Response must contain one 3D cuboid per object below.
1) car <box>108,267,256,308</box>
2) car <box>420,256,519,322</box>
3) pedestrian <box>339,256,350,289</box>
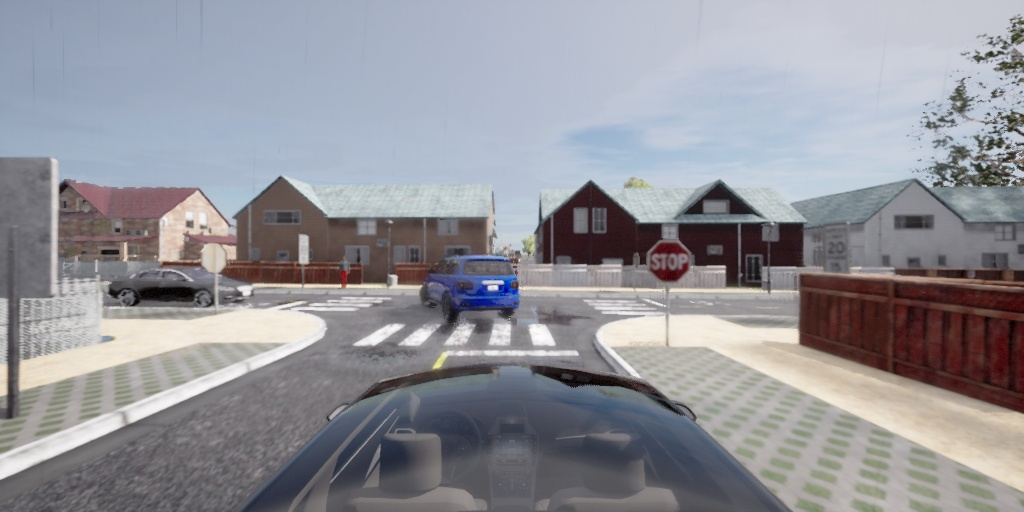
[{"bbox_3d":[-12.861,1.186,14.145,4.902,1.511,2.128,1,0,1],"label":"car"},{"bbox_3d":[-1.673,1.018,12.863,2.150,2.045,5.566,1,-1,-25],"label":"car"},{"bbox_3d":[-9.360,0.889,19.932,0.375,1.860,0.375,0,-1,1],"label":"pedestrian"}]
